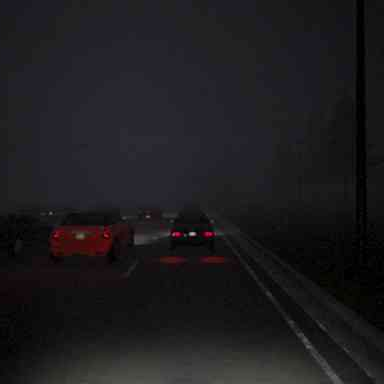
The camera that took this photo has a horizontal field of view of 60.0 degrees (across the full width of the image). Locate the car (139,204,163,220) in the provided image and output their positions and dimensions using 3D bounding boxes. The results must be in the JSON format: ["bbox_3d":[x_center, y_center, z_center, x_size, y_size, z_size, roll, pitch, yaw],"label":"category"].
[{"bbox_3d":[-3.597,1.738,29.365,1.895,1.301,4.718,0,0,0],"label":"car"}]

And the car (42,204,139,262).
[{"bbox_3d":[-3.495,1.413,12.526,2.097,1.767,4.553,0,0,0],"label":"car"}]

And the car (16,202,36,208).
[{"bbox_3d":[-14.100,1.645,29.902,2.128,1.511,4.902,0,0,0],"label":"car"}]

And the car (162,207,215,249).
[{"bbox_3d":[0.001,1.615,14.772,2.033,1.411,5.357,0,0,0],"label":"car"}]

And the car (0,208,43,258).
[{"bbox_3d":[-6.995,1.571,13.016,1.837,1.490,4.892,0,-1,0],"label":"car"}]

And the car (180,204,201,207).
[{"bbox_3d":[-0.097,1.697,29.150,1.994,1.385,4.181,0,0,0],"label":"car"}]

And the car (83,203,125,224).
[{"bbox_3d":[-7.086,1.681,27.463,2.033,1.411,5.357,0,0,0],"label":"car"}]

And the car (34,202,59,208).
[{"bbox_3d":[-10.587,1.685,27.444,2.033,1.411,5.357,0,0,0],"label":"car"}]
